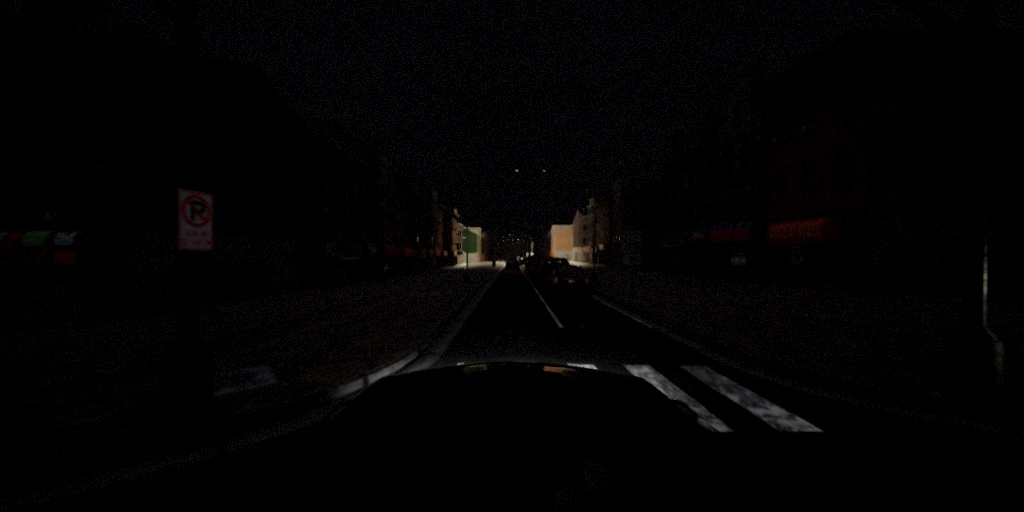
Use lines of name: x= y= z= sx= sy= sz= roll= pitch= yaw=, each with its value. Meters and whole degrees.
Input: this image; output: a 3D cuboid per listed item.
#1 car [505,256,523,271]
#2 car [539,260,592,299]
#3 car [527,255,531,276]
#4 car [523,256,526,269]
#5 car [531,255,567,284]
car: x=0.085 y=1.146 z=46.398 sx=1.882 sy=1.535 sz=5.008 roll=0 pitch=0 yaw=0
car: x=2.631 y=1.157 z=17.806 sx=1.967 sy=1.591 sz=4.097 roll=0 pitch=0 yaw=0
car: x=2.627 y=1.011 z=28.610 sx=2.192 sy=1.841 sz=5.009 roll=0 pitch=0 yaw=0
car: x=2.967 y=0.903 z=49.034 sx=2.150 sy=2.045 sz=5.566 roll=0 pitch=0 yaw=0
car: x=2.629 y=1.021 z=23.207 sx=2.192 sy=1.841 sz=5.009 roll=0 pitch=0 yaw=0
